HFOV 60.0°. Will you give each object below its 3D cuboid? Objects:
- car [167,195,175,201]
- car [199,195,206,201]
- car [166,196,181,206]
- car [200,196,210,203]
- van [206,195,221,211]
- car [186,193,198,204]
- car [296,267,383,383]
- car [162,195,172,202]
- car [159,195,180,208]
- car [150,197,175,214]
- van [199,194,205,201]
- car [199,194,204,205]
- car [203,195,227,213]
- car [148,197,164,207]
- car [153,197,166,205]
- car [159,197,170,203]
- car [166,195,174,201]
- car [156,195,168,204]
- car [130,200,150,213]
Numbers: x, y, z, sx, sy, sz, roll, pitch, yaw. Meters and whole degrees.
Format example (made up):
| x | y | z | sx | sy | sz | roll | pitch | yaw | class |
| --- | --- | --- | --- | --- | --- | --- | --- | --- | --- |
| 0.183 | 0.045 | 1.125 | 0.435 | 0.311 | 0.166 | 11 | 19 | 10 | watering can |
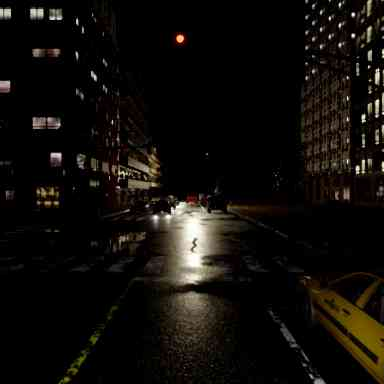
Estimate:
| x | y | z | sx | sy | sz | roll | pitch | yaw | class |
| --- | --- | --- | --- | --- | --- | --- | --- | --- | --- |
| -5.697 | 1.642 | 91.661 | 1.887 | 1.381 | 4.507 | 0 | 0 | 0 | car |
| 2.683 | 1.611 | 86.306 | 1.752 | 1.417 | 4.829 | 0 | 0 | 0 | car |
| -3.048 | 1.525 | 55.625 | 2.128 | 1.511 | 4.902 | 0 | 0 | 0 | car |
| 2.684 | 1.600 | 69.556 | 1.887 | 1.381 | 4.507 | 0 | 0 | 0 | car |
| 2.684 | 1.357 | 41.922 | 1.690 | 1.788 | 3.998 | 0 | 0 | 0 | van |
| -0.003 | 1.270 | 65.203 | 2.150 | 2.045 | 5.566 | 0 | 0 | 0 | car |
| 2.686 | 1.525 | 4.154 | 1.752 | 1.417 | 4.829 | 0 | 0 | 0 | car |
| -5.697 | 1.505 | 75.082 | 1.967 | 1.590 | 4.097 | 0 | 0 | 0 | car |
| -3.090 | 1.567 | 45.432 | 2.033 | 1.411 | 5.357 | 0 | 0 | 0 | car |
| -3.123 | 1.558 | 35.304 | 2.033 | 1.411 | 5.357 | 0 | 0 | -4 | car |
| 2.682 | 1.439 | 91.662 | 1.690 | 1.788 | 3.998 | 0 | 0 | 0 | van |
| 2.683 | 1.353 | 58.502 | 2.192 | 1.841 | 5.009 | 0 | 0 | 0 | car |
| 2.684 | 1.326 | 36.397 | 2.192 | 1.841 | 5.009 | 0 | 0 | 0 | car |
| -5.696 | 1.580 | 52.975 | 2.008 | 1.369 | 4.403 | 0 | 0 | 0 | car |
| -5.696 | 1.582 | 58.501 | 1.887 | 1.381 | 4.507 | 0 | 0 | 0 | car |
| -5.696 | 1.637 | 69.556 | 1.802 | 1.307 | 4.206 | 0 | 0 | 0 | car |
| -5.697 | 1.611 | 85.966 | 1.752 | 1.417 | 4.829 | 0 | 0 | 0 | car |
| -5.697 | 1.487 | 64.029 | 1.967 | 1.590 | 4.097 | 0 | 0 | 0 | car |
| -5.694 | 1.562 | 36.396 | 2.008 | 1.369 | 4.403 | 0 | 0 | 0 | car |
